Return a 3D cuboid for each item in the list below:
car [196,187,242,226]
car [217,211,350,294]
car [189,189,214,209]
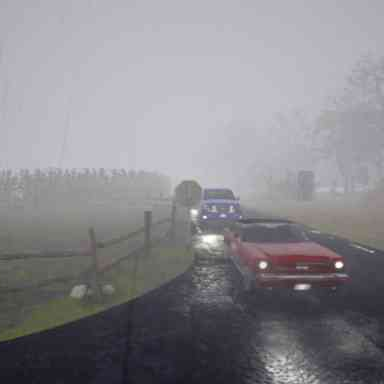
[{"bbox_3d":[1.454,0.764,19.459,2.150,2.045,5.566,0,2,-2],"label":"car"},{"bbox_3d":[1.950,1.400,8.357,1.895,1.301,4.718,0,1,-2],"label":"car"},{"bbox_3d":[0.873,0.608,32.393,2.097,1.767,4.553,0,1,-3],"label":"car"}]
